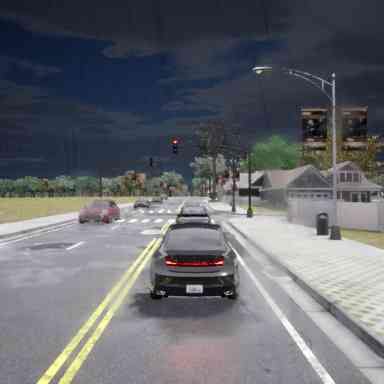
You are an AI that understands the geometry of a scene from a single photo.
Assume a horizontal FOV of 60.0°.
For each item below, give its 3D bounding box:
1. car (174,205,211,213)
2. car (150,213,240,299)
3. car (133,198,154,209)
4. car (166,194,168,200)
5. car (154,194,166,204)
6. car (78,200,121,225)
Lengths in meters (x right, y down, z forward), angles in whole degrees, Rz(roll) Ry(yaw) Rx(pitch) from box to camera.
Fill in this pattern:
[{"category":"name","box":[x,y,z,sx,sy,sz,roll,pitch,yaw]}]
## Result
[{"category":"car","box":[0.048,1.501,18.720,2.128,1.511,4.902,0,0,-2]},{"category":"car","box":[0.071,1.510,8.451,1.837,1.490,4.892,0,0,1]},{"category":"car","box":[-6.663,1.571,45.011,1.994,1.385,4.181,0,0,0]},{"category":"car","box":[-6.612,1.207,78.511,1.882,1.535,5.008,0,0,0]},{"category":"car","box":[-6.641,1.568,63.649,1.994,1.385,4.181,0,0,0]},{"category":"car","box":[-6.635,1.363,24.277,2.097,1.767,4.553,0,0,0]}]
